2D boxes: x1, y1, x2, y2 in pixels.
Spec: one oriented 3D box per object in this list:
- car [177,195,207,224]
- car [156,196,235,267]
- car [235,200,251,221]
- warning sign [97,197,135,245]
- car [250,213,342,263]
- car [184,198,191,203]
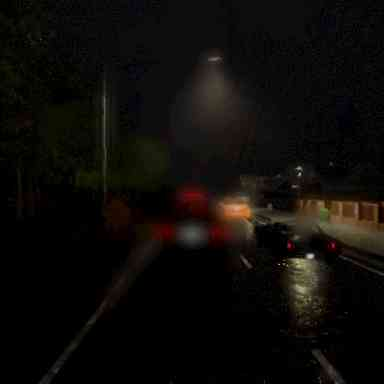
[{"bbox_3d":[0.042,1.289,26.596,2.150,2.045,5.566,0,0,1],"label":"car"},{"bbox_3d":[0.040,1.252,11.648,2.150,2.045,5.566,0,0,1],"label":"car"},{"bbox_3d":[3.552,1.420,27.670,2.097,1.767,4.553,0,0,1],"label":"car"},{"bbox_3d":[-3.049,1.149,13.544,1.300,1.860,1.060,0,0,0],"label":"warning sign"},{"bbox_3d":[3.545,1.631,12.137,1.895,1.301,4.718,0,0,1],"label":"car"},{"bbox_3d":[-1.206,2.340,93.548,1.882,1.535,5.008,0,-1,0],"label":"car"}]
